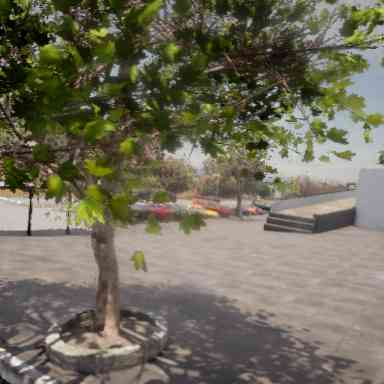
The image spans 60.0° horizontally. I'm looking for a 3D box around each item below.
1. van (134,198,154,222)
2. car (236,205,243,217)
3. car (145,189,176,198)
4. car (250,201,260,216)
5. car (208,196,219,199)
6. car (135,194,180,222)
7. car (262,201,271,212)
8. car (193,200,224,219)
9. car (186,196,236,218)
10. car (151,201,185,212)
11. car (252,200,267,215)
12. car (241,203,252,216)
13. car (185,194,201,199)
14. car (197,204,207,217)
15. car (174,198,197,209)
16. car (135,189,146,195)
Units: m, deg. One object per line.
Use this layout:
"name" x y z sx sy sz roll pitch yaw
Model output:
"van" -6.529 1.809 32.525 4.442 1.987 1.878 8 3 16
"car" 4.191 2.603 47.078 4.792 1.488 2.163 8 3 16
"car" -4.986 0.860 57.882 2.150 2.045 5.566 8 3 36
"car" 7.721 2.628 51.926 4.553 1.767 2.185 8 3 16
"car" 4.203 1.618 70.587 2.033 1.411 5.357 8 3 36
"car" -4.659 1.884 34.919 5.566 2.045 2.435 8 3 16
"car" 13.000 2.783 59.230 5.566 2.045 2.435 8 2 16
"car" 0.827 2.419 42.168 5.366 1.575 1.946 8 3 16
"car" 2.466 2.239 44.631 5.566 2.045 2.435 8 3 16
"car" -3.233 1.954 45.462 1.895 1.301 4.718 8 3 36
"car" 9.417 2.710 54.383 4.553 1.767 2.185 8 3 16
"car" 5.925 2.661 49.506 4.892 1.521 2.231 8 3 16
"car" 0.522 1.174 70.570 1.882 1.535 5.008 8 3 36
"car" -1.122 2.351 39.793 4.674 1.452 2.002 8 3 16
"car" -2.826 1.979 37.339 5.566 2.045 2.435 8 3 16
"car" -8.670 0.462 57.878 2.150 2.045 5.566 8 3 36
